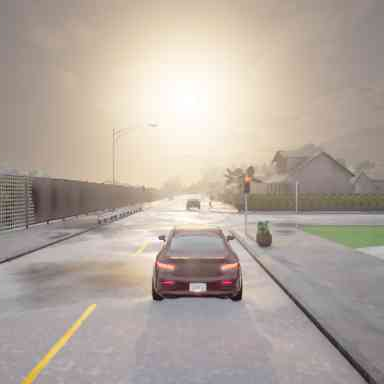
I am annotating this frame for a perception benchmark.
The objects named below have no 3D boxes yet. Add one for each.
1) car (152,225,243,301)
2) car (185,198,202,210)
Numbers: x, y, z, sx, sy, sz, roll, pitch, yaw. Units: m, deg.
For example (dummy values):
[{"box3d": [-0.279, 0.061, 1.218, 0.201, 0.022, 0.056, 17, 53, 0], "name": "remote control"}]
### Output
[{"box3d": [0.110, 1.529, 8.208, 1.812, 1.442, 4.674, 0, 0, 0], "name": "car"}, {"box3d": [0.191, 1.524, 44.108, 1.837, 1.490, 4.892, 0, 0, 0], "name": "car"}]
